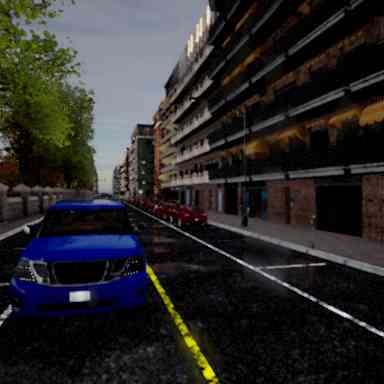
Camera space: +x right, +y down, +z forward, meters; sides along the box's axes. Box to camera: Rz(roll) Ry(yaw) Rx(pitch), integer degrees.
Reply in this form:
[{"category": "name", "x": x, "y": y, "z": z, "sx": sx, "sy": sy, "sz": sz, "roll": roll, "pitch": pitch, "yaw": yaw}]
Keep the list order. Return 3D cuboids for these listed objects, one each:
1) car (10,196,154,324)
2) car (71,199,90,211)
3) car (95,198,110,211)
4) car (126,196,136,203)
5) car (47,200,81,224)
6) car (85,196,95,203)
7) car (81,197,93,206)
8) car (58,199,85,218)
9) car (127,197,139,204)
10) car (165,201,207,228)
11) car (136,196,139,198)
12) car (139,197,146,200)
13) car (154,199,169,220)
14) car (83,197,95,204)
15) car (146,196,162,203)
[{"category": "car", "x": -2.384, "y": 1.222, "z": 7.697, "sx": 2.150, "sy": 2.045, "sz": 5.566, "roll": 0, "pitch": 0, "yaw": -15}, {"category": "car", "x": -14.108, "y": 1.572, "z": 42.139, "sx": 2.008, "sy": 1.369, "sz": 4.403, "roll": 0, "pitch": 0, "yaw": -15}, {"category": "car", "x": -11.350, "y": 1.526, "z": 42.226, "sx": 1.837, "sy": 1.490, "sz": 4.892, "roll": 0, "pitch": 0, "yaw": -15}, {"category": "car", "x": -13.197, "y": 1.582, "z": 71.661, "sx": 1.752, "sy": 1.417, "sz": 4.829, "roll": 0, "pitch": 0, "yaw": -15}, {"category": "car", "x": -9.820, "y": 1.449, "z": 25.802, "sx": 1.967, "sy": 1.590, "sz": 4.097, "roll": 0, "pitch": 0, "yaw": -15}, {"category": "car", "x": -21.216, "y": 1.580, "z": 69.203, "sx": 1.752, "sy": 1.417, "sz": 4.829, "roll": 0, "pitch": 0, "yaw": -15}, {"category": "car", "x": -18.355, "y": 1.564, "z": 58.311, "sx": 1.752, "sy": 1.417, "sz": 4.829, "roll": 0, "pitch": 0, "yaw": -15}, {"category": "car", "x": -11.249, "y": 1.453, "z": 31.246, "sx": 1.967, "sy": 1.590, "sz": 4.097, "roll": 0, "pitch": 0, "yaw": -15}, {"category": "car", "x": -11.723, "y": 1.613, "z": 66.050, "sx": 1.947, "sy": 1.339, "sz": 4.313, "roll": 0, "pitch": 0, "yaw": -15}, {"category": "car", "x": -0.283, "y": 1.551, "z": 22.485, "sx": 1.887, "sy": 1.381, "sz": 4.507, "roll": 0, "pitch": 0, "yaw": -15}, {"category": "car", "x": -6.003, "y": 1.462, "z": 44.268, "sx": 1.967, "sy": 1.590, "sz": 4.097, "roll": 0, "pitch": 0, "yaw": -15}, {"category": "car", "x": -4.574, "y": 1.333, "z": 38.821, "sx": 2.192, "sy": 1.841, "sz": 5.009, "roll": 0, "pitch": 0, "yaw": -15}, {"category": "car", "x": -1.714, "y": 1.554, "z": 27.931, "sx": 1.887, "sy": 1.381, "sz": 4.507, "roll": 0, "pitch": 0, "yaw": -15}, {"category": "car", "x": -19.828, "y": 1.597, "z": 63.921, "sx": 2.008, "sy": 1.369, "sz": 4.403, "roll": 0, "pitch": 0, "yaw": -15}, {"category": "car", "x": -3.143, "y": 1.454, "z": 33.376, "sx": 1.967, "sy": 1.590, "sz": 4.097, "roll": 0, "pitch": 0, "yaw": -15}]
